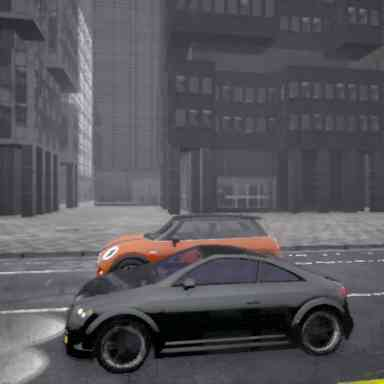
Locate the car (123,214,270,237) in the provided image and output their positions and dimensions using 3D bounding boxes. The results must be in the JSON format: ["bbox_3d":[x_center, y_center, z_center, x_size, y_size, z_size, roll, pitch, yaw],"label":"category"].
[{"bbox_3d":[-0.073,1.362,8.485,4.553,1.767,2.097,0,0,-8],"label":"car"}]

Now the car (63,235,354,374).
[{"bbox_3d":[0.244,1.570,5.247,4.181,1.385,1.994,0,0,-8],"label":"car"}]
